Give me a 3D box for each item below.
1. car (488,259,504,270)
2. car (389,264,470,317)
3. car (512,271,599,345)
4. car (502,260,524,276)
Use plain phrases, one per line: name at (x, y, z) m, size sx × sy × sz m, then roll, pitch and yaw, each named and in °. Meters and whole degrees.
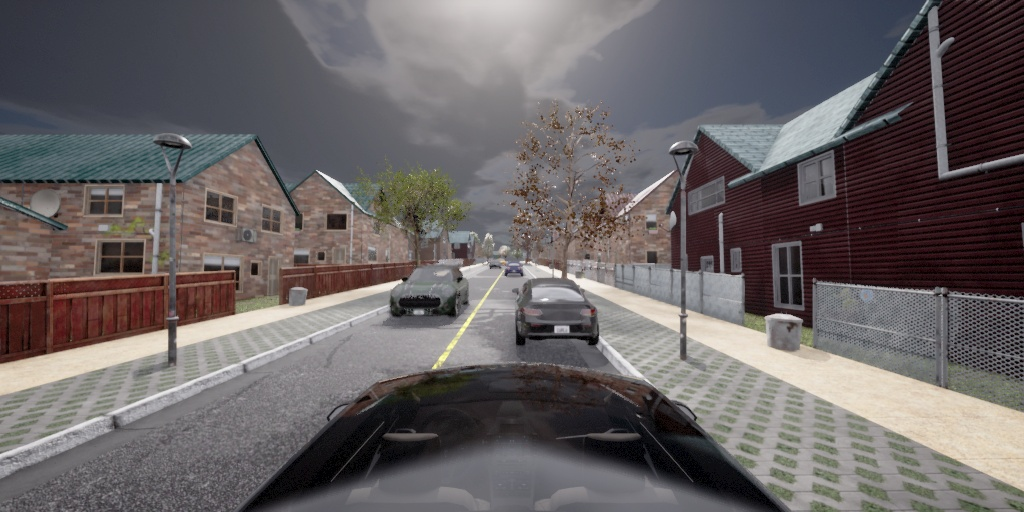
car at (-2.624, 1.331, 56.450) m, size 1.837 × 1.490 × 4.892 m, roll 0°, pitch 0°, yaw 0°
car at (-2.805, 1.114, 13.096) m, size 2.097 × 1.767 × 4.553 m, roll 0°, pitch 0°, yaw 0°
car at (0.993, 1.284, 9.365) m, size 1.812 × 1.442 × 4.674 m, roll 0°, pitch 0°, yaw 0°
car at (0.212, 1.322, 37.769) m, size 1.812 × 1.442 × 4.674 m, roll 0°, pitch 0°, yaw 0°
